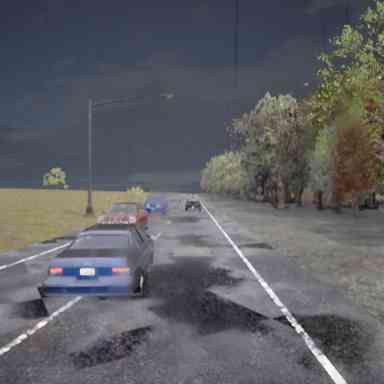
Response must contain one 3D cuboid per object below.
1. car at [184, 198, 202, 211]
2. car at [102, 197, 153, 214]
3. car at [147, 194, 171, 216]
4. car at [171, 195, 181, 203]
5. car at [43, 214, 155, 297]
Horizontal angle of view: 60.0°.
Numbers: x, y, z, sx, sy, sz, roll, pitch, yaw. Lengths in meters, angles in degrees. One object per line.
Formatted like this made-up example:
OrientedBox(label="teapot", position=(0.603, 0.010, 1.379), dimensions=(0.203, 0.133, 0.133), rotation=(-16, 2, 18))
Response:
OrientedBox(label="car", position=(0.145, 1.501, 41.276), dimensions=(1.837, 1.490, 4.892), rotation=(0, 0, 0))
OrientedBox(label="car", position=(-3.655, 1.353, 18.082), dimensions=(2.097, 1.767, 4.553), rotation=(0, 0, 1))
OrientedBox(label="car", position=(-3.565, 1.219, 33.159), dimensions=(2.150, 2.045, 5.566), rotation=(0, 0, 0))
OrientedBox(label="car", position=(-3.423, 1.337, 70.545), dimensions=(2.097, 1.767, 4.553), rotation=(0, 0, 0))
OrientedBox(label="car", position=(-2.062, 1.548, 8.780), dimensions=(2.033, 1.411, 5.357), rotation=(0, 0, -2))
